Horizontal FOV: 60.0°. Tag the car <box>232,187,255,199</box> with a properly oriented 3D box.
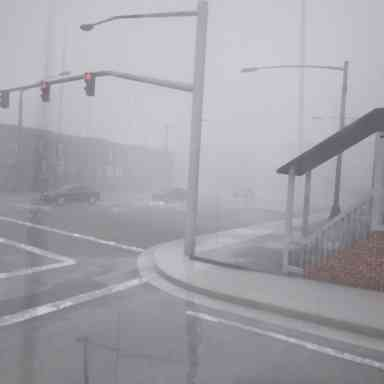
[{"bbox_3d":[7.866,0.079,50.520,2.097,1.767,4.553,5,3,36],"label":"car"}]

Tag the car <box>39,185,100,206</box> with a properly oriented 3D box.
[{"bbox_3d":[-9.579,0.207,26.418,1.837,1.490,4.892,5,3,35],"label":"car"}]

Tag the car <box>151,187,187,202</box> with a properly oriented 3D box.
[{"bbox_3d":[-2.430,0.208,36.363,1.837,1.490,4.892,5,3,36],"label":"car"}]
